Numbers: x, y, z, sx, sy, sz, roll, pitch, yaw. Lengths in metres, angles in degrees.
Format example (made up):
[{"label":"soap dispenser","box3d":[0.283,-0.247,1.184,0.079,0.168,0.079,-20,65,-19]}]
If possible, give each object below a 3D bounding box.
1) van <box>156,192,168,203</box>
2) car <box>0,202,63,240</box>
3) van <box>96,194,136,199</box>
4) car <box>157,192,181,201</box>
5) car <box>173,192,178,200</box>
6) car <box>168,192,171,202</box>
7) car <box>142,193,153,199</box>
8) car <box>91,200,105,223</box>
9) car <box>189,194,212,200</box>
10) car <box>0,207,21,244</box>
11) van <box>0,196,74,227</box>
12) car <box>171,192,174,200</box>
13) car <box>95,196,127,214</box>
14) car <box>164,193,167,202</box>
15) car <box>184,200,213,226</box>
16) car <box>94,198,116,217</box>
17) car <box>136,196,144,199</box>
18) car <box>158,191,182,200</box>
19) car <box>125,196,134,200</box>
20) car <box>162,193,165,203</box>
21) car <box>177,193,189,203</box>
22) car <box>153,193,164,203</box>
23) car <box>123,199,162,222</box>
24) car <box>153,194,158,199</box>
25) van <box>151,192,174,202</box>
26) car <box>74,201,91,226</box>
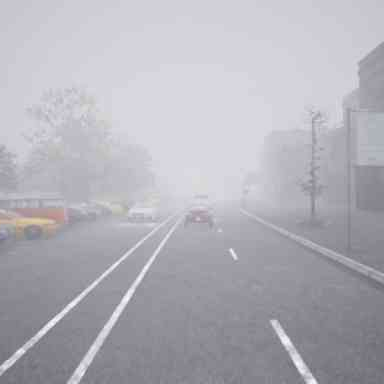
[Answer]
[{"label":"van","box3d":[-7.216,1.156,60.016,4.442,1.987,1.878,-1,1,-16]},{"label":"car","box3d":[-9.139,1.467,15.667,5.366,1.575,1.946,-1,0,-19]},{"label":"van","box3d":[-8.710,1.246,36.308,4.442,1.987,1.878,-1,0,-17]},{"label":"car","box3d":[-5.629,0.965,80.739,5.566,2.045,2.435,-1,0,-16]},{"label":"car","box3d":[-6.515,1.068,68.905,5.566,2.045,2.435,-1,1,-16]},{"label":"car","box3d":[-6.928,1.237,63.002,4.553,1.767,2.185,-1,0,-16]},{"label":"car","box3d":[-8.081,1.323,45.256,4.553,1.767,2.185,-1,0,-17]},{"label":"car","box3d":[-9.055,1.516,24.496,4.674,1.452,2.002,0,-1,-18]},{"label":"car","box3d":[1.219,1.192,40.537,2.150,2.045,5.566,0,0,3]},{"label":"car","box3d":[-9.371,1.513,12.635,4.674,1.452,2.002,-1,0,-19]},{"label":"van","box3d":[-9.140,1.245,18.616,4.442,1.987,1.878,-1,0,-19]},{"label":"car","box3d":[-6.697,1.341,65.969,5.008,1.535,2.097,-1,0,-16]},{"label":"car","box3d":[-9.041,1.476,30.355,5.366,1.575,1.946,-1,0,-18]},{"label":"car","box3d":[-7.340,1.428,57.090,4.792,1.488,2.163,-1,1,-16]},{"label":"car","box3d":[0.466,1.511,23.088,1.812,1.442,4.674,0,0,2]},{"label":"car","box3d":[-8.968,1.517,27.442,4.674,1.452,2.002,-1,0,-18]},{"label":"car","box3d":[-8.447,1.505,39.317,4.674,1.452,2.002,-1,0,-17]},{"label":"car","box3d":[-5.470,0.940,83.663,5.566,2.045,2.435,-1,1,-16]},{"label":"car","box3d":[-8.729,1.474,33.378,5.008,1.535,2.097,-1,0,-18]},{"label":"car","box3d":[-7.701,1.413,54.093,5.366,1.575,1.946,-1,1,-16]},{"label":"car","box3d":[-1.348,1.368,66.572,1.812,1.442,4.674,0,0,4]},{"label":"car","box3d":[-7.550,1.422,51.234,5.366,1.575,1.946,-1,0,-16]},{"label":"car","box3d":[-3.785,1.513,26.132,1.812,1.442,4.674,0,0,2]},{"label":"car","box3d":[-7.931,1.440,48.216,4.892,1.521,2.231,-1,0,-16]},{"label":"van","box3d":[-6.386,1.071,71.830,4.442,1.987,1.878,-1,1,-16]},{"label":"car","box3d":[-9.165,1.514,21.543,4.674,1.452,2.002,-1,0,-19]}]
